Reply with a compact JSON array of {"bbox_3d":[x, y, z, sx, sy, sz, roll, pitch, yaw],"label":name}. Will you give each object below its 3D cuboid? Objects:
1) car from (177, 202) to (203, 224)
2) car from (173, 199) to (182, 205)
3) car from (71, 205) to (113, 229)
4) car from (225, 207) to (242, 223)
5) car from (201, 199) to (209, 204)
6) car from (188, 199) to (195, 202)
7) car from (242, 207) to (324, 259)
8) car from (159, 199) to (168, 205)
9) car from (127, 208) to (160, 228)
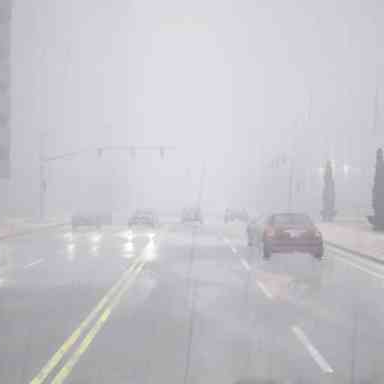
[{"bbox_3d":[-0.080,1.855,27.513,2.033,1.411,5.357,0,-1,-2],"label":"car"},{"bbox_3d":[-3.512,2.411,81.874,1.837,1.490,4.892,0,-1,0],"label":"car"},{"bbox_3d":[-7.031,1.744,23.837,1.882,1.535,5.008,0,-1,0],"label":"car"},{"bbox_3d":[3.727,1.916,28.193,1.895,1.301,4.718,0,-1,6],"label":"car"},{"bbox_3d":[3.487,2.512,88.770,1.895,1.301,4.718,0,-1,0],"label":"car"},{"bbox_3d":[-0.014,2.404,89.311,1.895,1.301,4.718,0,-1,0],"label":"car"},{"bbox_3d":[3.517,1.502,13.407,2.097,1.767,4.553,0,-1,0],"label":"car"},{"bbox_3d":[-7.012,2.436,81.873,2.128,1.511,4.902,0,-1,0],"label":"car"},{"bbox_3d":[-3.523,1.878,24.831,1.895,1.301,4.718,0,-1,0],"label":"car"}]
